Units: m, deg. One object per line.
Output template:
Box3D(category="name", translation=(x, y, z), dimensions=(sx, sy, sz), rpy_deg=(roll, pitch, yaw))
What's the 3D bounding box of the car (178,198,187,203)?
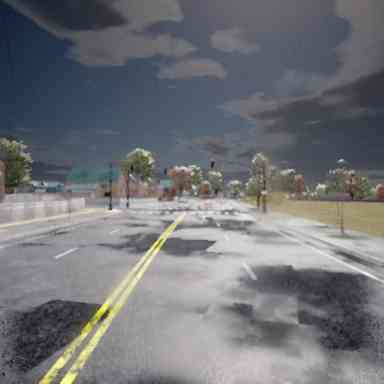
Box3D(category="car", translation=(-2.374, 2.185, 86.950), dimensions=(1.812, 1.442, 4.674), rpy_deg=(0, -1, 5))
